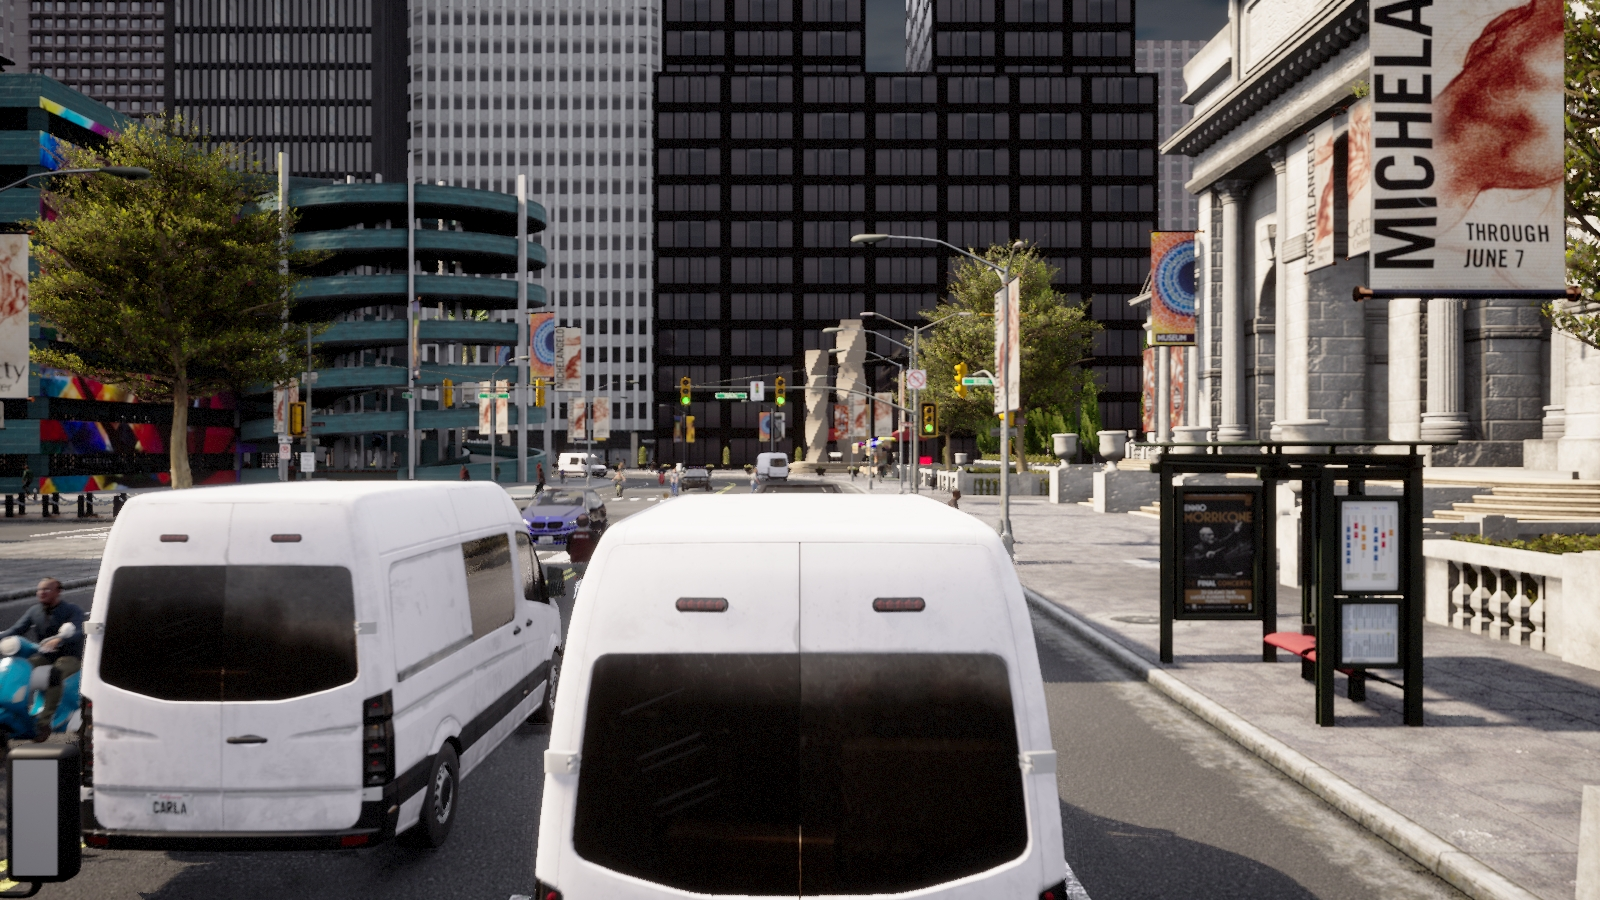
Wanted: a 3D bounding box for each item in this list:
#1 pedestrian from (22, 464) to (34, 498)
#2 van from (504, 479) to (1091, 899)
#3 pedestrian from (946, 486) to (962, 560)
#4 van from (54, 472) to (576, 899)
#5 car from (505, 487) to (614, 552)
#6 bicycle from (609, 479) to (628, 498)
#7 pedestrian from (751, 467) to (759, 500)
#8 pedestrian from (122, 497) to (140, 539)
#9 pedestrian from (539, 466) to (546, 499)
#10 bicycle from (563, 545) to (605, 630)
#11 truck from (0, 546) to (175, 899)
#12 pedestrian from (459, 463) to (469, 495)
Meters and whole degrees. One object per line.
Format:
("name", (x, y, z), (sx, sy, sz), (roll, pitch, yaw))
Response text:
("pedestrian", (-42.599, 1.717, 63.024), (0.375, 1.860, 0.375), (0, 0, 12))
("van", (-0.010, 1.538, 6.832), (1.988, 2.561, 5.915), (0, 0, 0))
("pedestrian", (3.913, 1.856, 29.130), (0.375, 1.860, 0.375), (0, 0, 3))
("van", (-3.511, 1.539, 9.859), (1.988, 2.561, 5.915), (0, 0, 0))
("car", (-7.010, 1.981, 33.799), (2.242, 1.667, 4.611), (0, 0, 0))
("bicycle", (-10.651, 2.278, 67.197), (0.859, 1.080, 1.487), (0, 0, 1))
("pedestrian", (-2.544, 1.870, 64.743), (0.375, 1.860, 0.375), (0, 0, -11))
("pedestrian", (-21.175, 2.141, 36.181), (0.375, 1.300, 0.375), (0, 0, -7))
("pedestrian", (-14.605, 1.870, 64.887), (0.375, 1.860, 0.375), (0, 0, -8))
("bicycle", (-3.520, 2.217, 18.711), (0.329, 1.171, 1.835), (0, 0, 0))
("truck", (-3.504, 1.569, 1.390), (2.627, 2.467, 5.204), (0, 0, 0))
("pedestrian", (-19.720, 1.719, 67.092), (0.375, 1.860, 0.375), (0, 0, 23))
